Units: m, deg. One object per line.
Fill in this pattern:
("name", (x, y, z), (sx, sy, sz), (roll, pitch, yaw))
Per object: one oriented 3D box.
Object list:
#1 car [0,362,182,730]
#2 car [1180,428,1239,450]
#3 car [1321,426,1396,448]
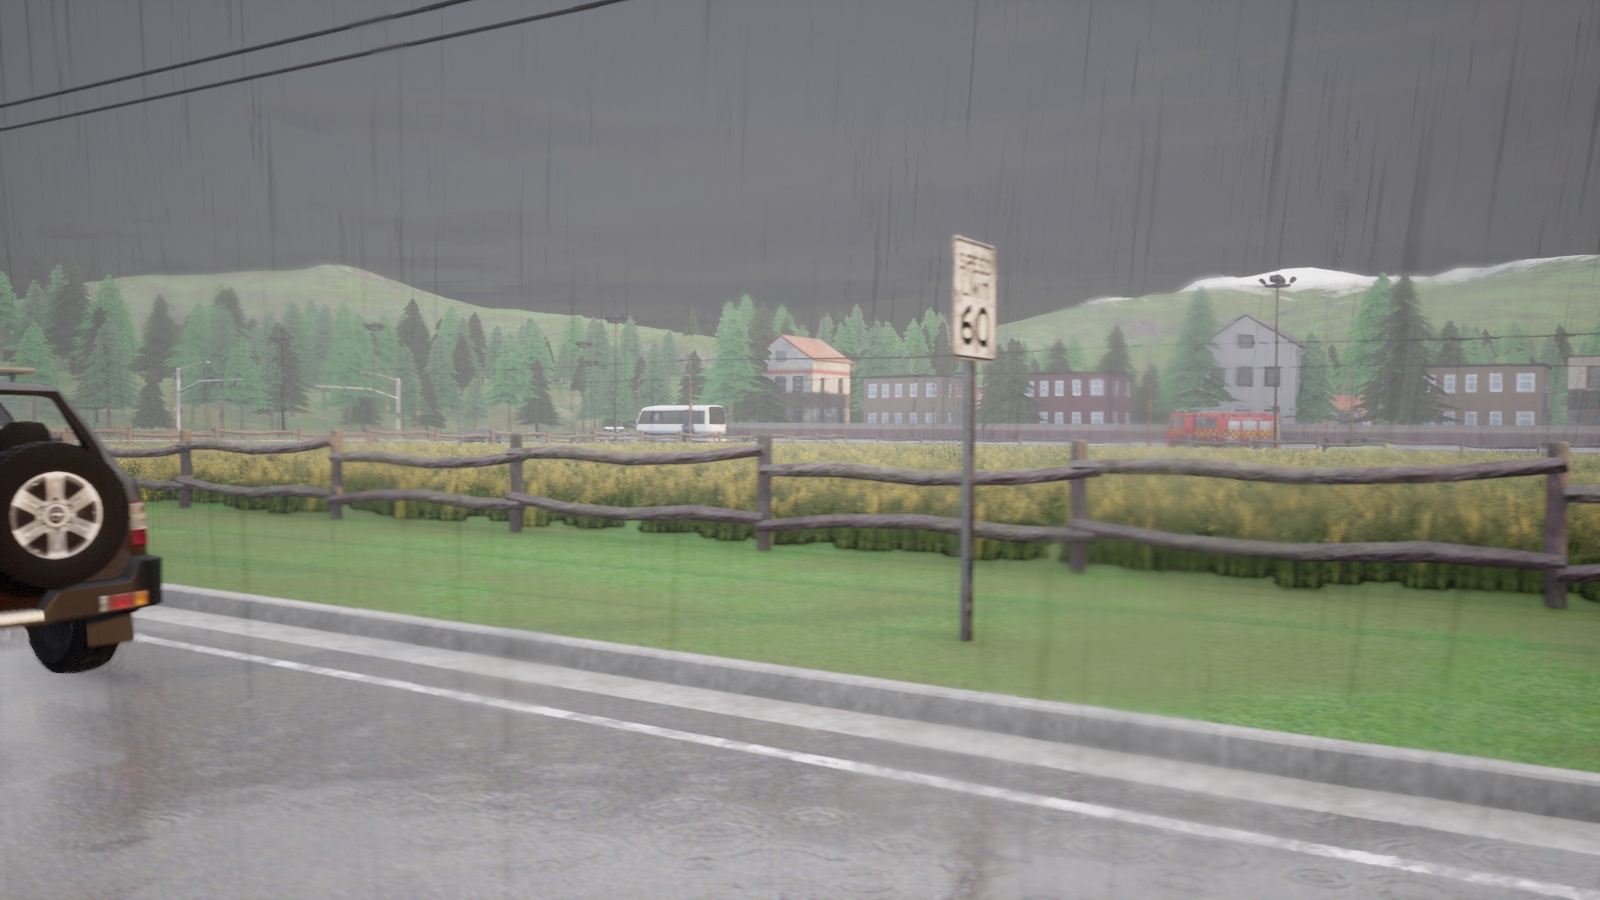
("car", (-5.969, 0.497, 7.585), (4.605, 1.855, 1.932), (0, 1, 34))
("car", (29.797, -0.807, 91.379), (3.705, 1.549, 1.789), (0, 1, 32))
("car", (39.574, -0.895, 89.007), (4.514, 1.525, 2.007), (0, 1, 34))
